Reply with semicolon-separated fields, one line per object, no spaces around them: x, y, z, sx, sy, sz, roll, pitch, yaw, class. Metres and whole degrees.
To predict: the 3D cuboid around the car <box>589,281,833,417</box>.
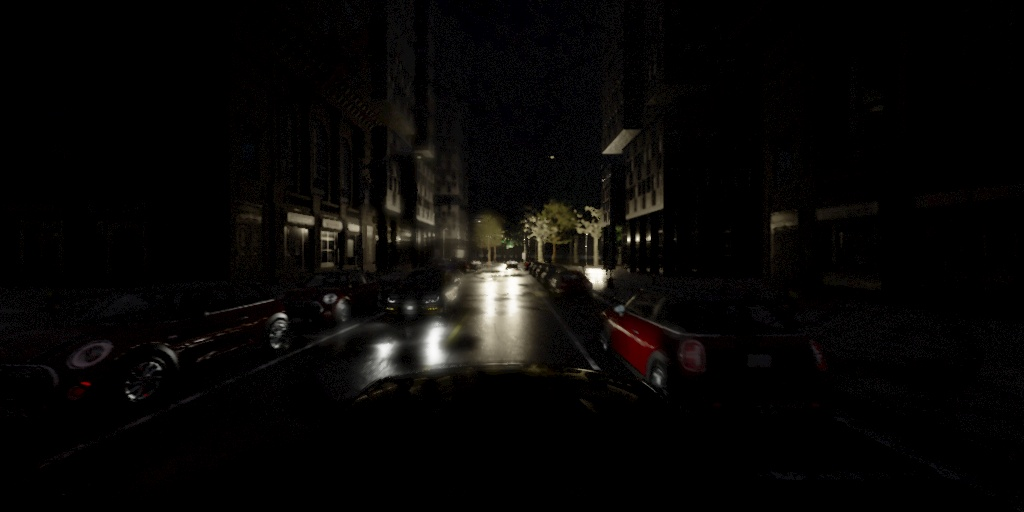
2.762;1.191;5.933;1.967;1.591;4.097;0;0;0;car

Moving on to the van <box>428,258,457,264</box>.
-5.764;1.116;28.640;1.690;1.789;3.998;0;0;0;van

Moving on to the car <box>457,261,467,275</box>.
-5.764;1.368;34.308;1.802;1.307;4.207;0;0;0;car

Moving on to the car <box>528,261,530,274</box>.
2.761;1.368;34.278;1.802;1.307;4.207;0;0;0;car

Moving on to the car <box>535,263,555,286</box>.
2.761;1.318;22.941;2.007;1.370;4.403;0;0;0;car

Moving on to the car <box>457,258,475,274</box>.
-5.765;1.115;39.976;2.192;1.841;5.009;0;0;0;car

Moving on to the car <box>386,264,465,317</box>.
-3.081;1.256;13.263;1.837;1.490;4.892;0;2;0;car

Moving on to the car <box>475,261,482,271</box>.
-5.765;1.406;51.314;1.948;1.339;4.313;0;0;0;car

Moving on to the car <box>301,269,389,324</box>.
-5.764;1.195;11.632;1.967;1.591;4.097;0;0;0;car

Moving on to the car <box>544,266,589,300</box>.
2.761;1.343;17.271;1.802;1.307;4.207;0;0;0;car

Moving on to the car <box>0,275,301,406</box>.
-5.763;1.191;5.962;1.967;1.591;4.097;0;0;0;car

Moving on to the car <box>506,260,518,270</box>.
-0.003;1.466;56.946;1.895;1.301;4.718;0;0;0;car

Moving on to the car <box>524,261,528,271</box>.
2.760;1.350;39.946;2.007;1.370;4.403;0;0;0;car

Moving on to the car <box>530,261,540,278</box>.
2.761;1.326;28.610;2.007;1.370;4.403;0;0;0;car
